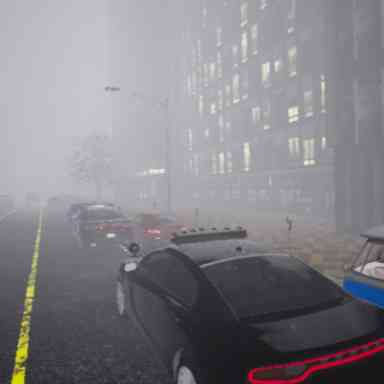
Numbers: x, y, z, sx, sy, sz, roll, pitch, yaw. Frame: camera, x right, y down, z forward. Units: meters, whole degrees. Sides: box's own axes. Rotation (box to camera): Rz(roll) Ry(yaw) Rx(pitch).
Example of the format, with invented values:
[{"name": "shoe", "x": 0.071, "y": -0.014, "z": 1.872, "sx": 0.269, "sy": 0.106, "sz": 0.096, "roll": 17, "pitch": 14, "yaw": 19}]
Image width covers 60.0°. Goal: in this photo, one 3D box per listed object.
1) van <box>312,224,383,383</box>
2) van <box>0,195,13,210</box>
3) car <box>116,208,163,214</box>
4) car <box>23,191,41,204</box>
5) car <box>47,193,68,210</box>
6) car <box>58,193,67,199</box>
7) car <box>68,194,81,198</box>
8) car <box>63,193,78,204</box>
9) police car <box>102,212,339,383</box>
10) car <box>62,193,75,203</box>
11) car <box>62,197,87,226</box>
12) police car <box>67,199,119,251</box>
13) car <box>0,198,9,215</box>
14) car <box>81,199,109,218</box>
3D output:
[{"name": "van", "x": 3.090, "y": 1.213, "z": 2.588, "sx": 1.690, "sy": 1.788, "sz": 3.998, "roll": -2, "pitch": 1, "yaw": -24}, {"name": "van", "x": -23.003, "y": 1.249, "z": 40.844, "sx": 1.690, "sy": 1.788, "sz": 3.998, "roll": -2, "pitch": 1, "yaw": -24}, {"name": "car", "x": -1.511, "y": 1.405, "z": 13.002, "sx": 1.802, "sy": 1.307, "sz": 4.206, "roll": -2, "pitch": 1, "yaw": -24}, {"name": "car", "x": -27.750, "y": 0.948, "z": 58.199, "sx": 2.150, "sy": 2.045, "sz": 5.566, "roll": -2, "pitch": 1, "yaw": -24}, {"name": "car", "x": -16.009, "y": 1.244, "z": 39.164, "sx": 1.882, "sy": 1.535, "sz": 5.008, "roll": -2, "pitch": 1, "yaw": -23}, {"name": "car", "x": -31.465, "y": 0.971, "z": 80.670, "sx": 1.887, "sy": 1.381, "sz": 4.507, "roll": -2, "pitch": 1, "yaw": -24}, {"name": "car", "x": -13.031, "y": 1.247, "z": 39.028, "sx": 2.008, "sy": 1.369, "sz": 4.403, "roll": -2, "pitch": 1, "yaw": -24}, {"name": "car", "x": -19.946, "y": 1.040, "z": 54.642, "sx": 1.967, "sy": 1.590, "sz": 4.097, "roll": -2, "pitch": 1, "yaw": -24}, {"name": "police car", "x": 0.190, "y": 1.336, "z": 4.726, "sx": 1.930, "sy": 1.638, "sz": 5.238, "roll": -2, "pitch": 1, "yaw": -24}, {"name": "car", "x": -22.251, "y": 1.007, "z": 59.847, "sx": 1.967, "sy": 1.590, "sz": 4.097, "roll": -2, "pitch": 1, "yaw": -24}, {"name": "car", "x": -6.240, "y": 1.321, "z": 19.258, "sx": 1.882, "sy": 1.535, "sz": 5.008, "roll": -2, "pitch": 1, "yaw": -24}, {"name": "police car", "x": -3.858, "y": 1.293, "z": 13.870, "sx": 1.930, "sy": 1.638, "sz": 5.238, "roll": -2, "pitch": 1, "yaw": -24}, {"name": "car", "x": -18.390, "y": 1.517, "z": 30.436, "sx": 2.008, "sy": 1.369, "sz": 4.403, "roll": -2, "pitch": 1, "yaw": -24}, {"name": "car", "x": -8.423, "y": 1.332, "z": 28.618, "sx": 1.802, "sy": 1.307, "sz": 4.206, "roll": -2, "pitch": 1, "yaw": -24}]
